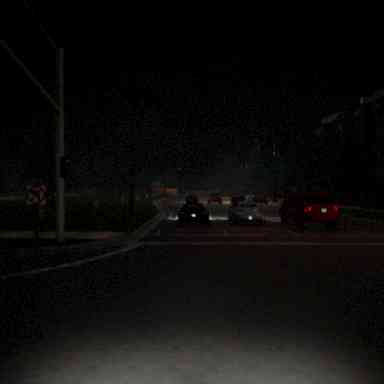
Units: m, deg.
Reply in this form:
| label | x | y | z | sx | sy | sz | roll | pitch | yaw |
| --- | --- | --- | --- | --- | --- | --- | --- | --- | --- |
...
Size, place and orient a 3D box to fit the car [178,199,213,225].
| label | x | y | z | sx | sy | sz | roll | pitch | yaw |
| --- | --- | --- | --- | --- | --- | --- | --- | --- | --- |
| car | 0.101 | 1.395 | 22.353 | 1.994 | 1.385 | 4.181 | 0 | 0 | 0 |

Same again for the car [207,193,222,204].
| label | x | y | z | sx | sy | sz | roll | pitch | yaw |
| --- | --- | --- | --- | --- | --- | --- | --- | --- | --- |
| car | 3.503 | 0.961 | 51.660 | 2.097 | 1.767 | 4.553 | 0 | 0 | 0 |

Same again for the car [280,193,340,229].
| label | x | y | z | sx | sy | sz | roll | pitch | yaw |
| --- | --- | --- | --- | --- | --- | --- | --- | --- | --- |
| car | 7.101 | 1.065 | 20.586 | 2.150 | 2.045 | 5.566 | 0 | 0 | 0 |

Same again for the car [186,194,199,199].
| label | x | y | z | sx | sy | sz | roll | pitch | yaw |
| --- | --- | --- | --- | --- | --- | --- | --- | --- | --- |
| car | 0.002 | 1.091 | 51.207 | 1.882 | 1.535 | 5.008 | 0 | 1 | 0 |

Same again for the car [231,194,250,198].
| label | x | y | z | sx | sy | sz | roll | pitch | yaw |
| --- | --- | --- | --- | --- | --- | --- | --- | --- | --- |
| car | 7.002 | 1.105 | 51.151 | 2.128 | 1.511 | 4.902 | 0 | 0 | 0 |

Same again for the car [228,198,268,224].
| label | x | y | z | sx | sy | sz | roll | pitch | yaw |
| --- | --- | --- | --- | --- | --- | --- | --- | --- | --- |
| car | 3.588 | 1.353 | 22.815 | 1.812 | 1.442 | 4.674 | 0 | 0 | 0 |

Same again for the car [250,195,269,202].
| label | x | y | z | sx | sy | sz | roll | pitch | yaw |
| --- | --- | --- | --- | --- | --- | --- | --- | --- | --- |
| car | 10.502 | 1.211 | 51.598 | 1.895 | 1.301 | 4.718 | 0 | 0 | 0 |

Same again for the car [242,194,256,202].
| label | x | y | z | sx | sy | sz | roll | pitch | yaw |
| --- | --- | --- | --- | --- | --- | --- | --- | --- | --- |
| car | 10.502 | 1.135 | 61.599 | 1.895 | 1.301 | 4.718 | 0 | 0 | 0 |
